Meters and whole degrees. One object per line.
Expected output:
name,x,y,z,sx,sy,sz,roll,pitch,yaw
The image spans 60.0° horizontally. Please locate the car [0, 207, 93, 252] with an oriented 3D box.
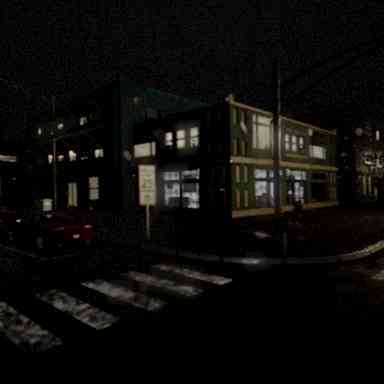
car,-5.639,1.389,13.009,4.507,1.381,1.887,0,0,42
